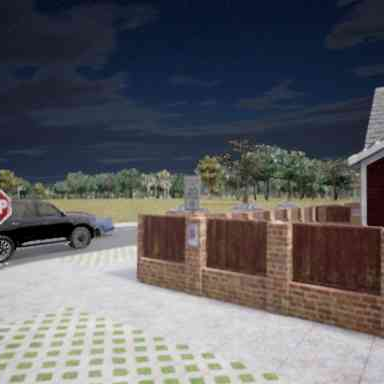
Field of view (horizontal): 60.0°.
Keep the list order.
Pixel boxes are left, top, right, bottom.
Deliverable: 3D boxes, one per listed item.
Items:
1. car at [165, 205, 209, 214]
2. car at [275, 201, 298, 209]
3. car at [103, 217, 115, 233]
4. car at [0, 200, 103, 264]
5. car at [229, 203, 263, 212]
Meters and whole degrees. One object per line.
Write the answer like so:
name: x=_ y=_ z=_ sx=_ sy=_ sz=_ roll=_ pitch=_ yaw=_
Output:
car: x=-0.512 y=1.730 z=24.646 sx=2.128 sy=1.511 sz=4.902 roll=0 pitch=-1 yaw=35
car: x=12.120 y=1.972 z=42.540 sx=2.128 sy=1.511 sz=4.902 roll=0 pitch=-1 yaw=35
car: x=-6.310 y=1.668 z=16.394 sx=2.033 sy=1.411 sz=5.357 roll=0 pitch=-1 yaw=35
car: x=-6.218 y=1.292 z=12.385 sx=2.150 sy=2.045 sz=5.566 roll=0 pitch=-1 yaw=29
car: x=5.421 y=1.845 z=33.081 sx=2.128 sy=1.511 sz=4.902 roll=0 pitch=-1 yaw=35
